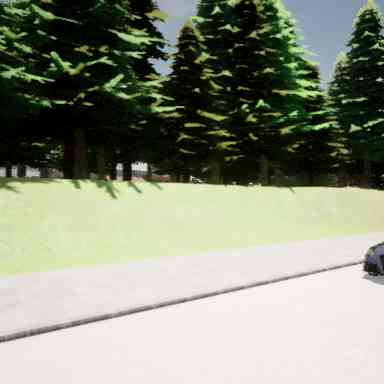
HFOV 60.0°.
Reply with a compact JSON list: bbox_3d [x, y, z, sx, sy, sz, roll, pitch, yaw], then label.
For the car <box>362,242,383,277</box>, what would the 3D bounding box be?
[{"bbox_3d":[6.655,1.682,9.351,4.181,1.385,1.994,1,0,-35],"label":"car"}]
